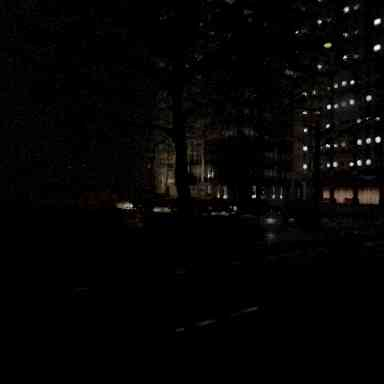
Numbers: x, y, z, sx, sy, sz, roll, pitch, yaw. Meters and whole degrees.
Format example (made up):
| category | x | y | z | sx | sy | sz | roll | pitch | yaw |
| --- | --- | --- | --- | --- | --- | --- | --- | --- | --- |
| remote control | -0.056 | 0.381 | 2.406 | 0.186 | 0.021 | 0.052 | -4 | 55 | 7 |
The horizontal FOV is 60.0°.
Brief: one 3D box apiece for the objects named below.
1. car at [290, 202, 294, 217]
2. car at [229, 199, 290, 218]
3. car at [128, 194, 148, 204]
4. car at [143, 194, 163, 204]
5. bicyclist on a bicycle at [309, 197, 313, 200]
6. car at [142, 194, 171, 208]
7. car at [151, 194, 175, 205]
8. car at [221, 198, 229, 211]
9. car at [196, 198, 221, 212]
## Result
| category | x | y | z | sx | sy | sz | roll | pitch | yaw |
| --- | --- | --- | --- | --- | --- | --- | --- | --- | --- |
| car | 8.348 | 1.518 | 30.740 | 2.033 | 1.411 | 5.357 | 1 | -1 | -34 |
| car | 5.735 | 1.426 | 28.803 | 1.837 | 1.490 | 4.892 | 1 | 0 | -34 |
| car | -10.616 | 1.317 | 65.128 | 2.097 | 1.767 | 4.553 | 1 | 0 | -34 |
| car | -7.914 | 1.367 | 66.934 | 2.097 | 1.767 | 4.553 | 1 | 0 | -34 |
| bicyclist on a bicycle | 14.620 | 1.431 | 40.897 | 1.656 | 1.620 | 0.582 | 1 | 0 | -34 |
| car | -5.031 | 1.372 | 44.924 | 1.882 | 1.535 | 5.008 | 1 | 0 | -34 |
| car | -5.056 | 1.332 | 56.813 | 2.097 | 1.767 | 4.553 | 1 | -1 | -34 |
| car | 2.944 | 1.449 | 38.821 | 2.128 | 1.511 | 4.902 | 1 | -1 | -34 |
| car | 0.523 | 1.399 | 36.599 | 2.128 | 1.511 | 4.902 | 1 | -1 | -34 |
